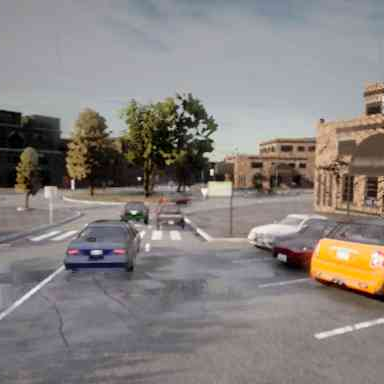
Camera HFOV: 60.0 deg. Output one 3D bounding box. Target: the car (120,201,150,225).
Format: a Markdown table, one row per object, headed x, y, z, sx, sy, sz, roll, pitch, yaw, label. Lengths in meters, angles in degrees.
| x | y | z | sx | sy | sz | roll | pitch | yaw | label |
| --- | --- | --- | --- | --- | --- | --- | --- | --- | --- |
| -4.427 | 1.503 | 26.190 | 2.097 | 1.767 | 4.553 | 0 | 1 | -6 | car |

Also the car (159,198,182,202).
| x | y | z | sx | sy | sz | roll | pitch | yaw | label |
| --- | --- | --- | --- | --- | --- | --- | --- | --- | --- |
| -2.203 | 1.644 | 31.836 | 1.895 | 1.301 | 4.718 | 1 | 2 | 0 | car |

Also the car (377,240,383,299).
| x | y | z | sx | sy | sz | roll | pitch | yaw | label |
| --- | --- | --- | --- | --- | --- | --- | --- | --- | --- |
| 5.584 | 1.585 | 5.316 | 4.792 | 1.488 | 2.163 | 1 | -1 | -26 | car |

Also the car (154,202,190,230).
| x | y | z | sx | sy | sz | roll | pitch | yaw | label |
| --- | --- | --- | --- | --- | --- | --- | --- | --- | --- |
| -1.549 | 1.681 | 22.922 | 2.128 | 1.511 | 4.902 | 0 | 0 | -6 | car |

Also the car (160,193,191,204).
| x | y | z | sx | sy | sz | roll | pitch | yaw | label |
| --- | --- | --- | --- | --- | --- | --- | --- | --- | --- |
| -2.040 | 0.889 | 41.607 | 2.097 | 1.767 | 4.553 | 4 | 5 | 33 | car |

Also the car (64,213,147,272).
| x | y | z | sx | sy | sz | roll | pitch | yaw | label |
| --- | --- | --- | --- | --- | --- | --- | --- | --- | --- |
| -2.738 | 1.639 | 11.123 | 2.033 | 1.411 | 5.357 | 0 | -1 | -6 | car |

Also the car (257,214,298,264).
| x | y | z | sx | sy | sz | roll | pitch | yaw | label |
| --- | --- | --- | --- | --- | --- | --- | --- | --- | --- |
| 4.886 | 1.634 | 11.150 | 4.792 | 1.488 | 2.163 | 1 | 0 | -26 | car |

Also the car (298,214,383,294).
| x | y | z | sx | sy | sz | roll | pitch | yaw | label |
| --- | --- | --- | --- | --- | --- | --- | --- | --- | --- |
| 5.210 | 1.454 | 8.225 | 4.553 | 1.767 | 2.185 | 1 | -1 | -26 | car |

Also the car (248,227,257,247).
| x | y | z | sx | sy | sz | roll | pitch | yaw | label |
| --- | --- | --- | --- | --- | --- | --- | --- | --- | --- |
| 4.586 | 1.671 | 14.097 | 4.674 | 1.452 | 2.002 | 1 | 0 | -26 | car |
